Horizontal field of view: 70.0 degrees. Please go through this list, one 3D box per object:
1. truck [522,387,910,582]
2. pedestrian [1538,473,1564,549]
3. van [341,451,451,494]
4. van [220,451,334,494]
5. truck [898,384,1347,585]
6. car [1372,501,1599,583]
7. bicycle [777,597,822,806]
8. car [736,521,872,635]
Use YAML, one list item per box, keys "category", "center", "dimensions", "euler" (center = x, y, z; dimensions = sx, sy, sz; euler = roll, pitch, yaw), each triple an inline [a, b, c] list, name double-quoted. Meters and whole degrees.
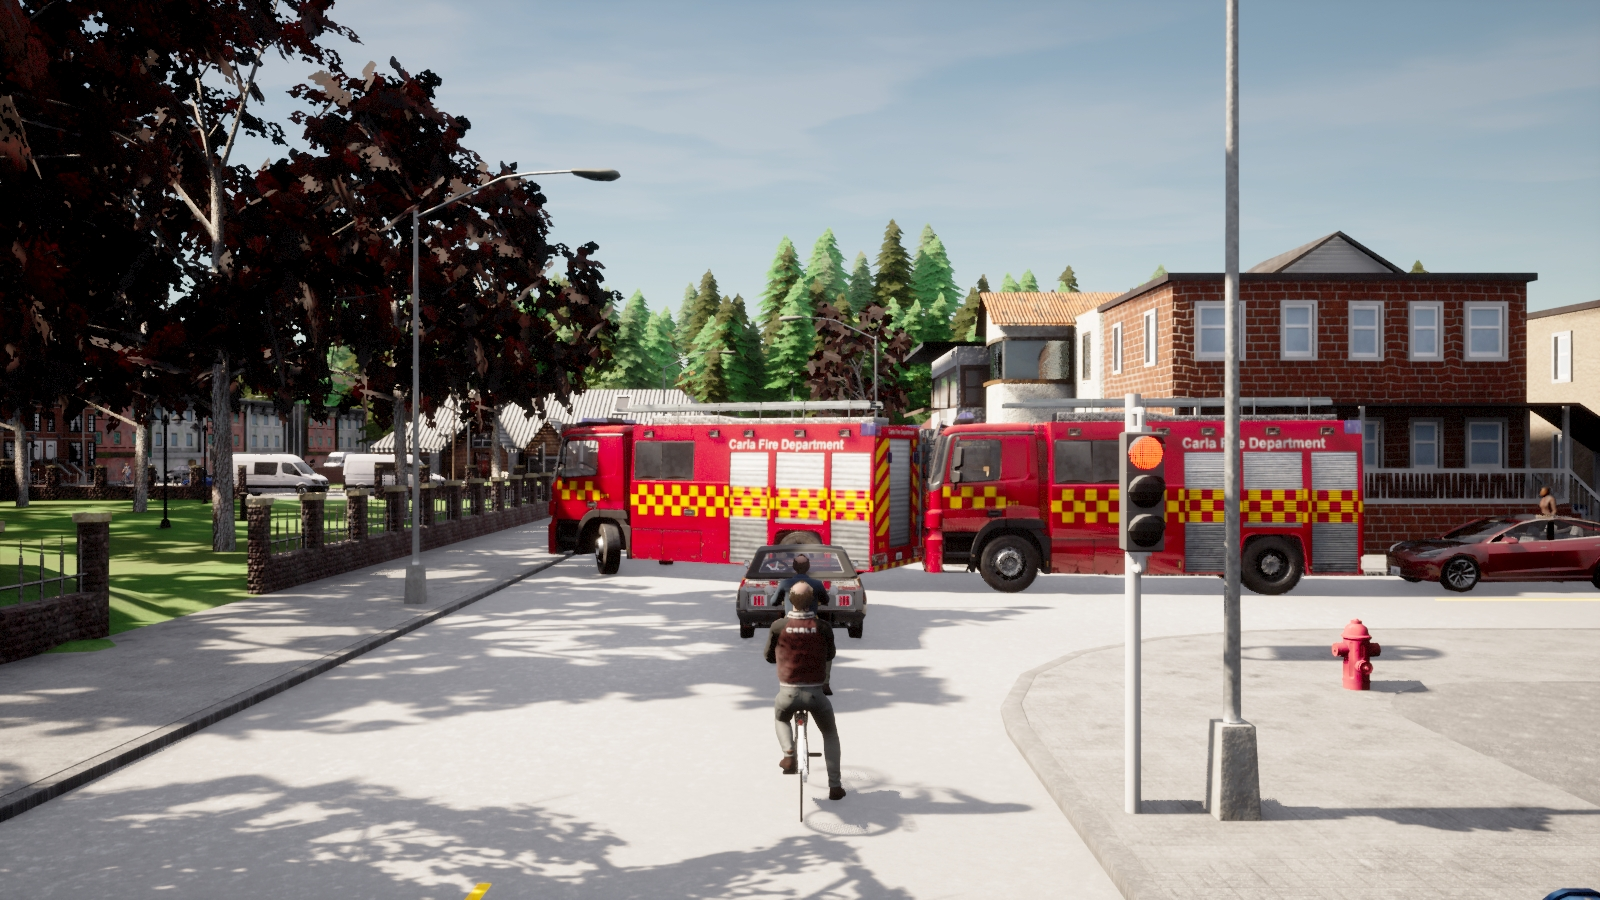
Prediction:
- category: "truck"
  center: [-2.006, 0.672, 25.771]
  dimensions: [8.468, 3.827, 2.891]
  euler: [0, 0, 28]
- category: "pedestrian"
  center: [18.610, 1.516, 28.317]
  dimensions: [0.375, 1.860, 0.375]
  euler: [0, 0, -1]
- category: "van"
  center: [-24.299, 1.314, 68.785]
  dimensions: [5.915, 2.561, 1.988]
  euler: [0, 0, 1]
- category: "van"
  center: [-31.465, 1.314, 68.839]
  dimensions: [5.915, 2.561, 1.988]
  euler: [0, 0, 1]
- category: "truck"
  center: [6.268, 0.669, 23.480]
  dimensions: [8.468, 3.827, 2.891]
  euler: [0, 0, 5]
- category: "car"
  center: [14.646, 1.843, 23.389]
  dimensions: [4.792, 1.488, 2.163]
  euler: [0, 0, 0]
- category: "bicycle"
  center: [-0.005, 1.940, 9.200]
  dimensions: [0.329, 1.271, 1.835]
  euler: [0, 0, 0]
- category: "car"
  center: [0.052, 1.935, 18.331]
  dimensions: [1.895, 1.301, 4.718]
  euler: [0, 0, 0]
